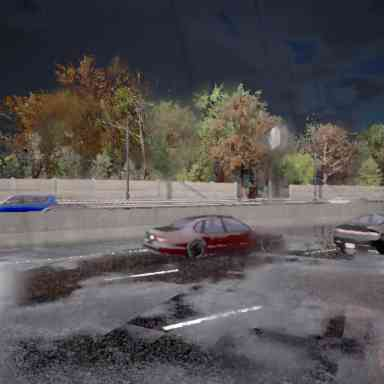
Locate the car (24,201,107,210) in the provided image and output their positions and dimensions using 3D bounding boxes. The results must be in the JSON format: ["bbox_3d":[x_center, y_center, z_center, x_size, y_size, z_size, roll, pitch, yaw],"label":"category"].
[{"bbox_3d":[-8.517,1.547,23.164,5.357,1.411,2.033,0,0,-30],"label":"car"}]

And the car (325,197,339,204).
[{"bbox_3d":[21.411,1.534,48.600,4.674,1.442,1.812,0,0,-30],"label":"car"}]

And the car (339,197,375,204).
[{"bbox_3d":[22.997,1.500,45.466,4.902,1.511,2.128,0,0,-30],"label":"car"}]

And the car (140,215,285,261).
[{"bbox_3d":[0.867,1.546,12.196,5.357,1.411,2.033,0,0,-29],"label":"car"}]

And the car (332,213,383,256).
[{"bbox_3d":[7.104,1.490,11.755,4.902,1.511,2.128,0,0,-30],"label":"car"}]

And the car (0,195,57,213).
[{"bbox_3d":[-12.771,1.221,24.737,5.566,2.045,2.150,0,0,-30],"label":"car"}]

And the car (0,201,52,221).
[{"bbox_3d":[-14.641,1.548,27.697,5.357,1.411,2.033,0,0,-30],"label":"car"}]

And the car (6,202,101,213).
[{"bbox_3d":[-8.020,1.526,19.404,4.674,1.442,1.812,0,0,-30],"label":"car"}]

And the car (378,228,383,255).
[{"bbox_3d":[6.396,1.525,7.300,4.674,1.442,1.812,0,0,-30],"label":"car"}]
